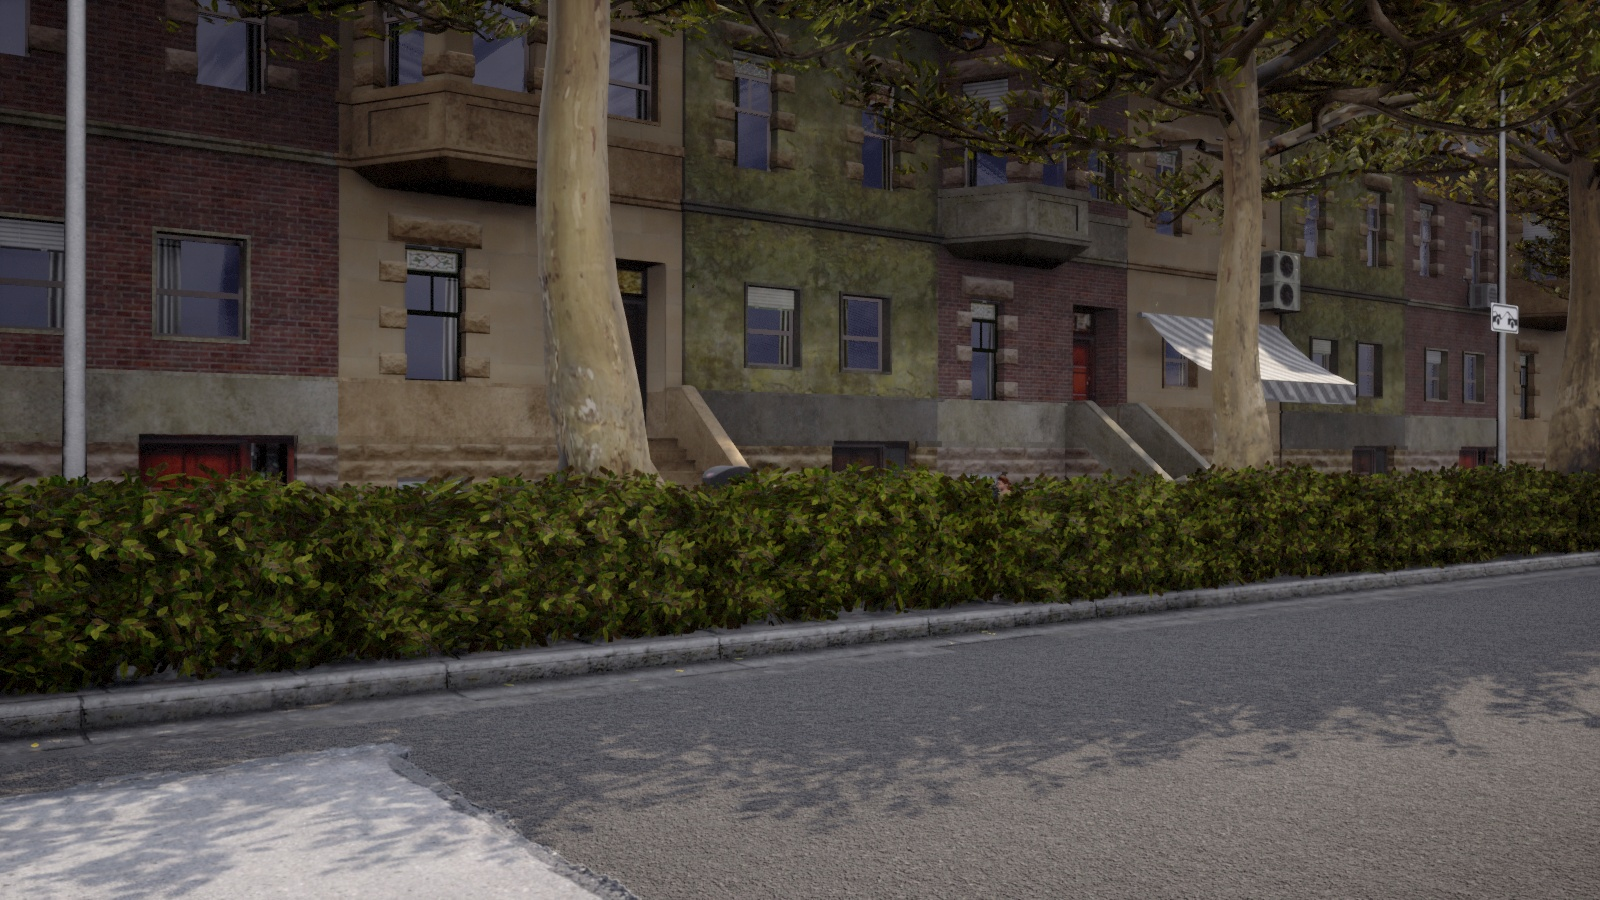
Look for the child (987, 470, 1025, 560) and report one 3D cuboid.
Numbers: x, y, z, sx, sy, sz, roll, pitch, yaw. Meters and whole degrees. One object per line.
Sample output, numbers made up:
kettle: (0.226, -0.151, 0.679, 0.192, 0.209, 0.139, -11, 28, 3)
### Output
child: (2.599, 0.815, 15.842, 0.394, 1.110, 0.255, 0, 0, -36)
